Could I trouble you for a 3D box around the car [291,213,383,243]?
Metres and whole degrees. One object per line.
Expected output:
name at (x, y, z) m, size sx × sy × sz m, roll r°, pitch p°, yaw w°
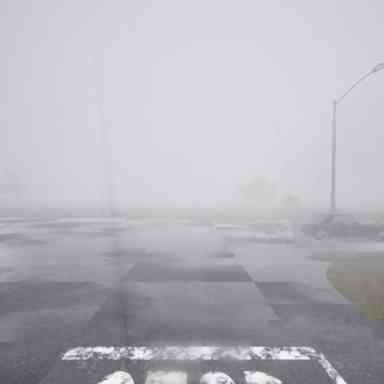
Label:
car at (7.543, 1.744, 16.578) m, size 4.718 × 1.301 × 1.895 m, roll 1°, pitch 1°, yaw 0°
